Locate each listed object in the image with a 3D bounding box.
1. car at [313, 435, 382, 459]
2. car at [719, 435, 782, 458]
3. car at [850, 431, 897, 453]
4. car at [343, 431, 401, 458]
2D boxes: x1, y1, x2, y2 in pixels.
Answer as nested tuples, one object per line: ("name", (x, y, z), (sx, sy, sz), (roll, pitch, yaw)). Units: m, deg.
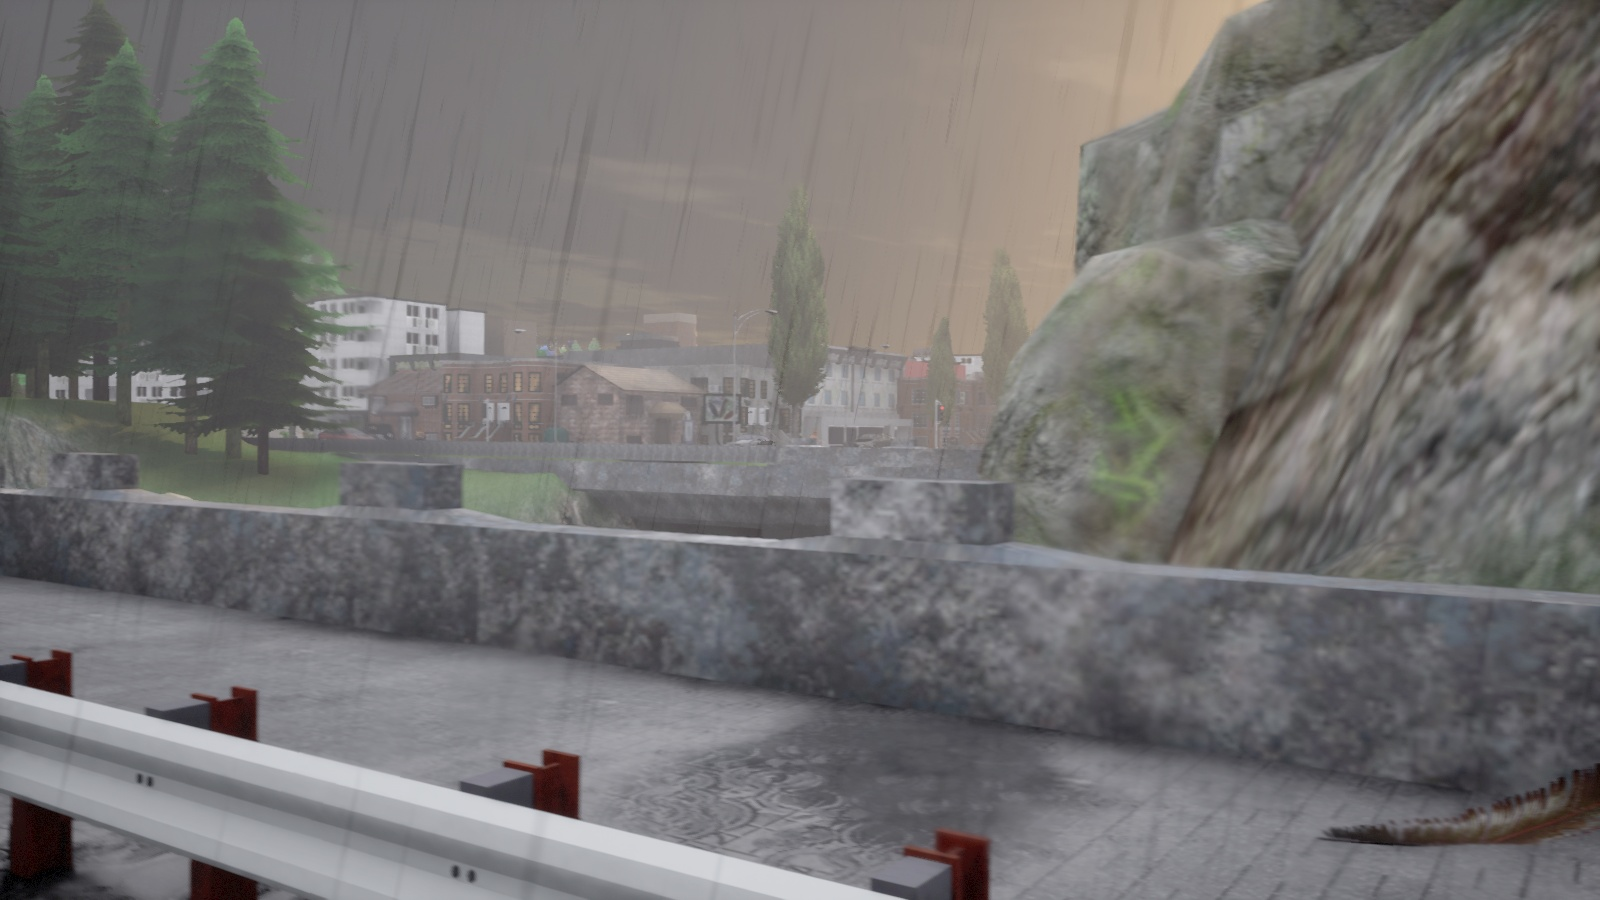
("car", (-30.183, -0.192, 83.783), (4.514, 1.525, 2.007), (0, 1, 34))
("car", (-3.039, -0.235, 77.446), (1.994, 1.385, 4.181), (0, 1, 28))
("car", (5.306, -0.573, 90.362), (1.789, 1.549, 3.705), (0, 1, 34))
("car", (-30.181, -0.408, 88.584), (3.866, 1.878, 1.905), (0, 1, 34))
